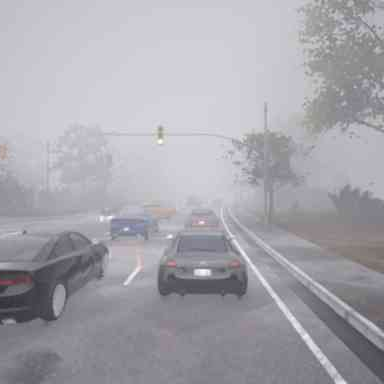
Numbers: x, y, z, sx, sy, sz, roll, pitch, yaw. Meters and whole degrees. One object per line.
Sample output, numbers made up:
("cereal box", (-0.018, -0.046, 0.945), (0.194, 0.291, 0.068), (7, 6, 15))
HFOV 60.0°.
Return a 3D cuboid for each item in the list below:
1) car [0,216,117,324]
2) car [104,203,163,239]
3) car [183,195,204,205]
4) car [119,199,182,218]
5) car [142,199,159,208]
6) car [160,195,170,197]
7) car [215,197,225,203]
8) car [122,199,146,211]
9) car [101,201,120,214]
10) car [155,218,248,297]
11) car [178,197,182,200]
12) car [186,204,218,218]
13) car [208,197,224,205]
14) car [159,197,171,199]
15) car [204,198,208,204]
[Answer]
("car", (-3.287, 1.527, 7.384), (1.882, 1.535, 5.008), (0, 0, 1))
("car", (-2.987, 1.598, 18.015), (1.882, 1.535, 5.008), (0, 0, 2))
("car", (0.311, 1.612, 58.753), (2.150, 2.045, 5.566), (0, 0, 7))
("car", (-3.727, 1.680, 30.458), (5.008, 1.535, 1.882), (0, 1, -36))
("car", (-7.068, 1.945, 57.460), (1.994, 1.385, 4.181), (0, 0, 7))
("car", (-5.670, 1.673, 68.062), (2.150, 2.045, 5.566), (0, 0, 7))
("car", (6.685, 1.937, 79.415), (2.033, 1.411, 5.357), (0, 0, 10))
("car", (-8.163, 1.807, 47.510), (2.128, 1.511, 4.902), (0, 0, 6))
("car", (-8.979, 1.746, 38.319), (2.128, 1.511, 4.902), (0, 0, 5))
("car", (0.246, 1.622, 8.779), (1.994, 1.385, 4.181), (0, 0, 1))
("car", (-3.499, 1.985, 57.831), (1.895, 1.301, 4.718), (0, 0, 7))
("car", (0.631, 1.702, 20.583), (1.994, 1.385, 4.181), (0, 0, 2))
("car", (5.109, 1.935, 69.275), (1.882, 1.535, 5.008), (0, 0, 9))
("car", (-4.533, 1.828, 48.696), (1.837, 1.490, 4.892), (0, 0, 6))
("car", (3.122, 2.053, 79.323), (2.128, 1.511, 4.902), (0, 0, 10))
